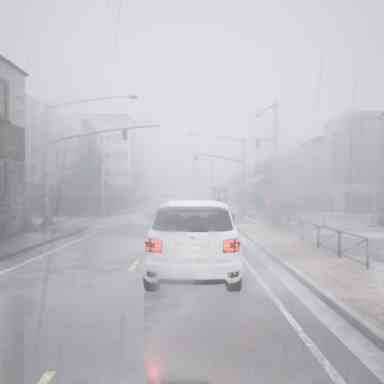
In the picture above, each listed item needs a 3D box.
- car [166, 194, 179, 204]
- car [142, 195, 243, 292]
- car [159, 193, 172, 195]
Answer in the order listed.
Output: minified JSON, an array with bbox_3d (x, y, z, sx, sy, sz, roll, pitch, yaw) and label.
[{"bbox_3d":[-3.681,1.332,62.389,2.097,1.767,4.553,0,0,0],"label":"car"},{"bbox_3d":[0.035,1.218,9.080,2.150,2.045,5.566,0,0,1],"label":"car"},{"bbox_3d":[-3.677,1.206,45.407,2.150,2.045,5.566,0,0,0],"label":"car"}]
